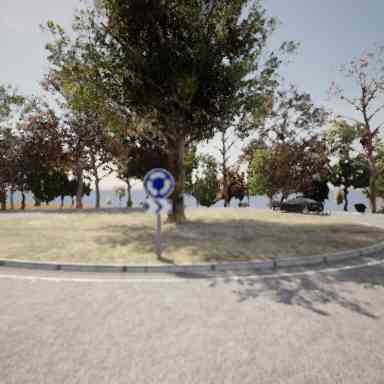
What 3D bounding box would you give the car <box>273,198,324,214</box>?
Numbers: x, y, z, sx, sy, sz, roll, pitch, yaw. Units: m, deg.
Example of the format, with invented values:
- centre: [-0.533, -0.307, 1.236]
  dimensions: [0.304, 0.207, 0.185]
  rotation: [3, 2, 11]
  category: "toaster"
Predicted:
- centre: [10.343, 1.321, 32.675]
  dimensions: [1.882, 1.535, 5.008]
  rotation: [1, 0, -39]
  category: "car"
